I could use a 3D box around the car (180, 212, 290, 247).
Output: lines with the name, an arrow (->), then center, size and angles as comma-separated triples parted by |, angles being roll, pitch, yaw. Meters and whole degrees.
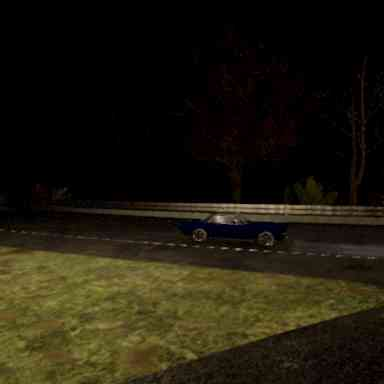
car -> 1.942, 1.596, 14.937 | 4.718, 1.301, 1.895 | 0, 0, 22
